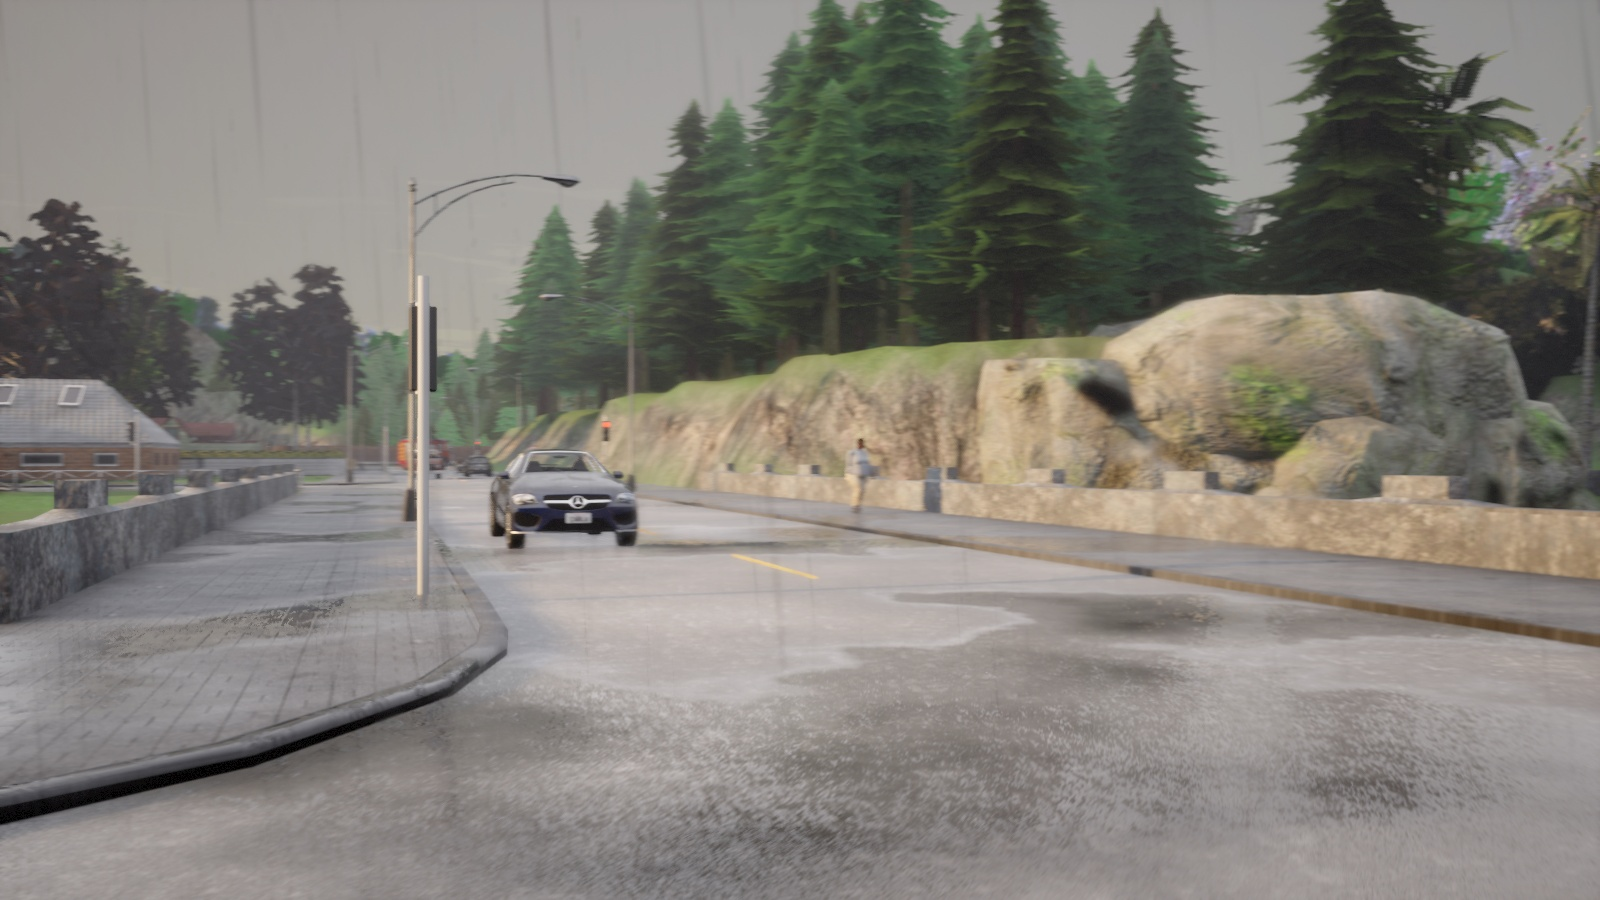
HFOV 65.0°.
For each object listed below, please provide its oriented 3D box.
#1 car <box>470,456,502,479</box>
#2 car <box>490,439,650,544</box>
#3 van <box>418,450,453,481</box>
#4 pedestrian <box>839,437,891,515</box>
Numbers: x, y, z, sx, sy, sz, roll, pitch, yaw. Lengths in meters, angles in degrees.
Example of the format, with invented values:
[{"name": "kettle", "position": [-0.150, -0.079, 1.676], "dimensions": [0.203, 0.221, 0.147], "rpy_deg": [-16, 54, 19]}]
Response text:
[{"name": "car", "position": [-23.723, 1.306, 94.776], "dimensions": [2.033, 1.649, 4.856], "rpy_deg": [0, 0, -18]}, {"name": "car", "position": [-4.234, 0.669, 22.411], "dimensions": [2.152, 1.651, 5.027], "rpy_deg": [0, 0, -18]}, {"name": "van", "position": [-24.489, 1.045, 84.261], "dimensions": [2.069, 2.038, 4.480], "rpy_deg": [0, 0, -18]}, {"name": "pedestrian", "position": [1.573, 0.618, 30.259], "dimensions": [0.874, 1.855, 0.900], "rpy_deg": [0, 0, -35]}]
